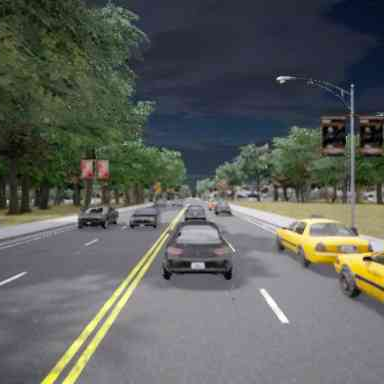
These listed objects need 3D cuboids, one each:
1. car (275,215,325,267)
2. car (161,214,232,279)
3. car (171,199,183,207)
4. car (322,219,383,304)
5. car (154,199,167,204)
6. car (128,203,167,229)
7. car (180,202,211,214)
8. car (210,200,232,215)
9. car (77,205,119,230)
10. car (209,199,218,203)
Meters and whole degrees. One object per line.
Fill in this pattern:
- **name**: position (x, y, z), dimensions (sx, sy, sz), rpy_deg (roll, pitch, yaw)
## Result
- **car**: position (4.296, 1.572, 11.763), dimensions (1.801, 1.575, 5.366), rpy_deg (0, -1, 0)
- **car**: position (0.161, 1.623, 10.269), dimensions (1.812, 1.442, 4.674), rpy_deg (0, -1, 0)
- **car**: position (-2.850, 2.073, 64.514), dimensions (2.097, 1.767, 4.553), rpy_deg (0, -1, 1)
- **car**: position (4.256, 1.515, 5.763), dimensions (1.801, 1.575, 5.366), rpy_deg (0, -1, 0)
- **car**: position (-6.096, 2.067, 64.517), dimensions (2.097, 1.767, 4.553), rpy_deg (0, -1, 1)
- **car**: position (-3.197, 1.781, 23.899), dimensions (2.033, 1.411, 5.357), rpy_deg (0, -1, 0)
- **car**: position (0.282, 1.835, 28.457), dimensions (2.033, 1.411, 5.357), rpy_deg (0, -1, 0)
- **car**: position (3.578, 1.964, 39.311), dimensions (2.033, 1.411, 5.357), rpy_deg (0, -1, 1)
- **car**: position (-6.451, 1.702, 23.339), dimensions (1.882, 1.535, 5.008), rpy_deg (0, -1, 0)
- **car**: position (3.579, 1.904, 50.534), dimensions (2.097, 1.767, 4.553), rpy_deg (0, -1, 0)
